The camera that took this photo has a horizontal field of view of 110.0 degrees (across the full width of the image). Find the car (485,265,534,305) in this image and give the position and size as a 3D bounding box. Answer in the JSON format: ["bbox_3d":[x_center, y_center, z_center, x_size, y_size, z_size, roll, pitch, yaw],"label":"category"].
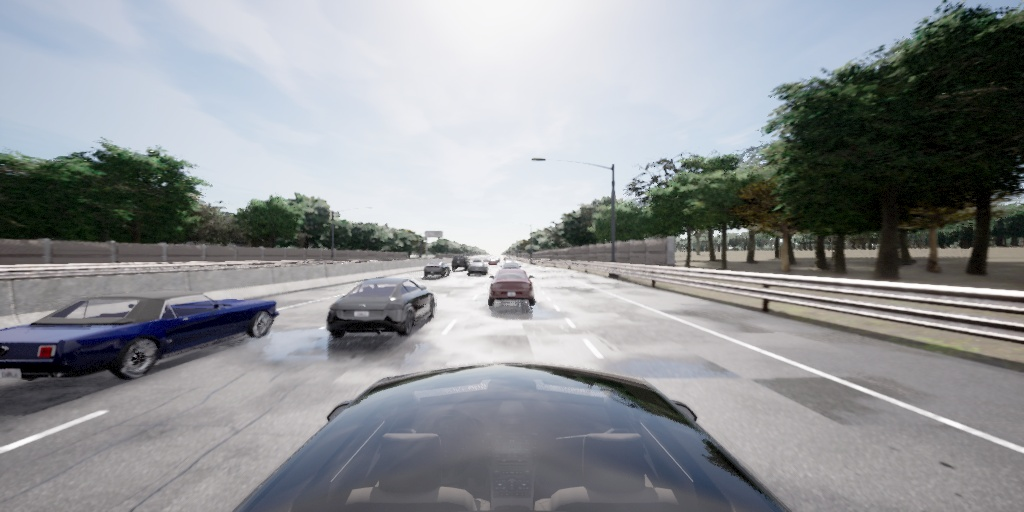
[{"bbox_3d":[-0.028,1.282,15.956,1.812,1.442,4.674,0,0,0],"label":"car"}]

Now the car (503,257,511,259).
[{"bbox_3d":[-0.323,1.309,55.909,2.033,1.411,5.357,0,0,-1],"label":"car"}]

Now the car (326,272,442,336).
[{"bbox_3d":[-3.512,1.320,10.372,1.994,1.385,4.181,0,0,0],"label":"car"}]

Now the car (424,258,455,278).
[{"bbox_3d":[-7.124,1.249,34.395,2.128,1.511,4.902,0,0,0],"label":"car"}]

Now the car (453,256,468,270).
[{"bbox_3d":[-7.272,0.981,51.242,2.150,2.045,5.566,0,0,-1],"label":"car"}]

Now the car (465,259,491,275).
[{"bbox_3d":[-3.661,1.319,39.158,1.994,1.385,4.181,0,0,0],"label":"car"}]

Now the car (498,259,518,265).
[{"bbox_3d":[-0.113,1.281,32.748,1.812,1.442,4.674,0,0,0],"label":"car"}]

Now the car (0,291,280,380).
[{"bbox_3d":[-7.005,1.356,7.227,1.895,1.301,4.718,0,0,0],"label":"car"}]
